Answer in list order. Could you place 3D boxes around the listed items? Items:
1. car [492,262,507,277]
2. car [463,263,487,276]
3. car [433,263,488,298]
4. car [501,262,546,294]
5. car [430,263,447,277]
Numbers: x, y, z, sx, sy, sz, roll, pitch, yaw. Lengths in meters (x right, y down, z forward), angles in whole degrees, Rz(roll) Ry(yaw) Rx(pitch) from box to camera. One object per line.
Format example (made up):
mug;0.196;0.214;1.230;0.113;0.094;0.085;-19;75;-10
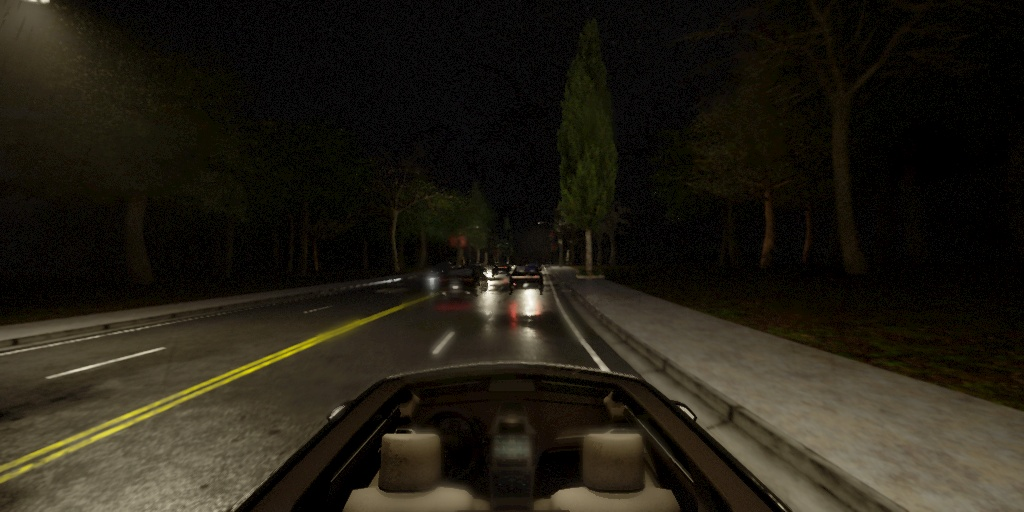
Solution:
car;-1.023;1.369;38.018;2.128;1.511;4.902;-1;0;5
car;-4.210;1.515;41.291;1.994;1.385;4.181;-1;0;5
car;-2.468;1.307;19.178;1.882;1.535;5.008;-1;0;4
car;0.854;1.264;20.364;2.128;1.511;4.902;-1;0;4
car;-7.586;1.512;39.853;1.837;1.490;4.892;-1;0;5
